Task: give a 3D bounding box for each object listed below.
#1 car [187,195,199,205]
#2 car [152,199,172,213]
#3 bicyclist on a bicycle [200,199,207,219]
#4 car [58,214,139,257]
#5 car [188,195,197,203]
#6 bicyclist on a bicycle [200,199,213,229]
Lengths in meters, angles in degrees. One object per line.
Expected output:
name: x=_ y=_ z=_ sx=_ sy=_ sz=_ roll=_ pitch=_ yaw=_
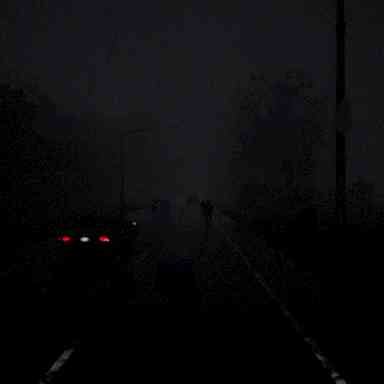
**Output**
car: x=0.183 y=1.371 z=57.402 sx=2.097 sy=1.767 sz=4.553 roll=0 pitch=0 yaw=0
car: x=-3.346 y=1.503 z=37.095 sx=2.128 sy=1.511 sz=4.902 roll=0 pitch=0 yaw=0
bicyclist on a bicycle: x=1.010 y=1.462 z=29.132 sx=0.582 sy=1.620 sz=1.656 roll=0 pitch=0 yaw=0
car: x=-3.381 y=1.551 z=13.003 sx=2.033 sy=1.411 sz=5.357 roll=0 pitch=0 yaw=0
car: x=0.111 y=1.527 z=73.721 sx=1.837 sy=1.490 sz=4.892 roll=0 pitch=0 yaw=0
bicyclist on a bicycle: x=0.996 y=1.377 z=20.332 sx=0.659 sy=1.776 sz=1.843 roll=0 pitch=0 yaw=0
